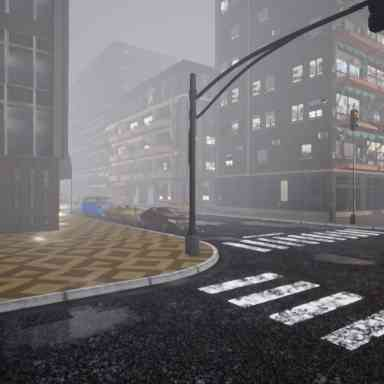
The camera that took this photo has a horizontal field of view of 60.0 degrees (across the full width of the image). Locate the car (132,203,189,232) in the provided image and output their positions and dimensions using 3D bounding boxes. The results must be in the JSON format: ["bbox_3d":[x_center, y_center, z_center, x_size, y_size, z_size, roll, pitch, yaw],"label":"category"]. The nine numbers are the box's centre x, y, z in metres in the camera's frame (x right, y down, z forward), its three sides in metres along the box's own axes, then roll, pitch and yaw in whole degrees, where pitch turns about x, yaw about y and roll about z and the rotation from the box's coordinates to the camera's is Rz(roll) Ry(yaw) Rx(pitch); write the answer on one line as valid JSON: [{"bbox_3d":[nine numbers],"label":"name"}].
[{"bbox_3d":[-1.659,1.526,19.846,1.802,1.307,4.206,0,0,-36],"label":"car"}]

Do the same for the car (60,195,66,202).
[{"bbox_3d":[-27.873,1.361,70.745,1.967,1.590,4.097,0,0,-36],"label":"car"}]

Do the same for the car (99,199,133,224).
[{"bbox_3d":[-4.861,1.459,24.309,1.752,1.417,4.829,0,0,-36],"label":"car"}]

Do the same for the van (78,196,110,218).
[{"bbox_3d":[-8.262,1.266,29.049,1.690,1.788,3.998,0,0,-36],"label":"van"}]

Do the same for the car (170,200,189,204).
[{"bbox_3d":[-1.554,1.488,34.073,1.752,1.417,4.829,0,0,-36],"label":"car"}]

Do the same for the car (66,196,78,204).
[{"bbox_3d":[-21.368,1.448,61.681,1.752,1.417,4.829,0,0,-36],"label":"car"}]
